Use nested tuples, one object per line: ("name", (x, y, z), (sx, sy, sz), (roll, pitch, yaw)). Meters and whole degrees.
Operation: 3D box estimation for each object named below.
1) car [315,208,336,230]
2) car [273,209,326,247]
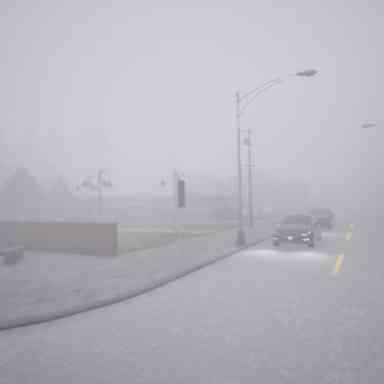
("car", (9.768, 1.974, 25.318), (1.882, 1.535, 5.008), (-2, -2, 28))
("car", (5.499, 1.866, 17.082), (1.837, 1.490, 4.892), (-2, -2, 27))
